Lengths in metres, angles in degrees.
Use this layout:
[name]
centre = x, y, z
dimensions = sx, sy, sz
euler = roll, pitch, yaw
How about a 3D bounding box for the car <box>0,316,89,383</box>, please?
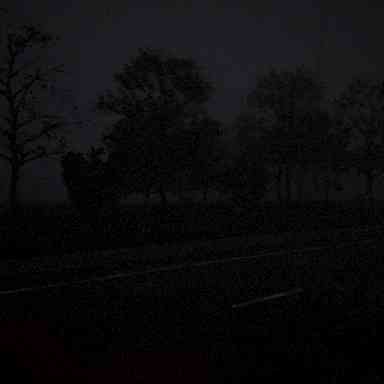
[car]
centre = -3.062, 1.594, 1.727
dimensions = 4.718, 1.301, 1.895
euler = 0, 0, -35
